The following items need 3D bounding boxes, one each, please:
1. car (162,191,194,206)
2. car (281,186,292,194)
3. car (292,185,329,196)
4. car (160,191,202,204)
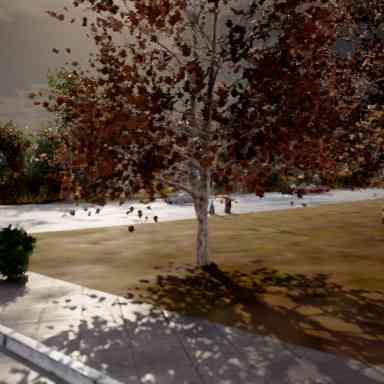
[{"bbox_3d":[-0.844,0.700,36.217,4.181,1.385,1.994,-3,3,-34],"label":"car"},{"bbox_3d":[15.290,-0.317,49.593,4.181,1.385,1.994,-3,2,-25],"label":"car"},{"bbox_3d":[16.748,-0.229,46.412,4.718,1.301,1.895,-3,3,-25],"label":"car"},{"bbox_3d":[-1.311,0.584,40.169,4.718,1.301,1.895,-3,3,-34],"label":"car"}]
